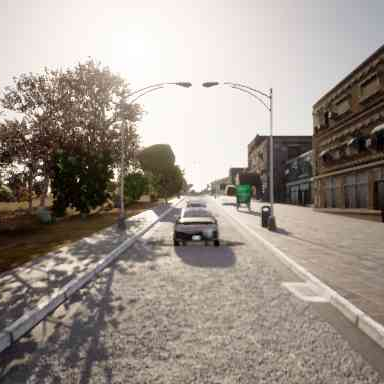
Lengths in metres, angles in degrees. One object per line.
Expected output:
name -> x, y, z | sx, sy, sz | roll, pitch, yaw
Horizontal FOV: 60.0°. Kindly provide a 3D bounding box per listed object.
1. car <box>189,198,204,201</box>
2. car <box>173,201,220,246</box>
car -> 0.431, 1.267, 29.675 | 1.812, 1.442, 4.674 | 0, 1, 1
car -> 0.193, 1.424, 14.655 | 2.128, 1.511, 4.902 | -1, 1, 1
